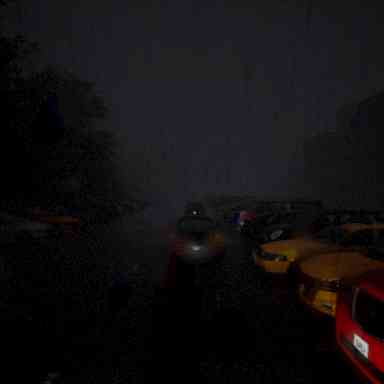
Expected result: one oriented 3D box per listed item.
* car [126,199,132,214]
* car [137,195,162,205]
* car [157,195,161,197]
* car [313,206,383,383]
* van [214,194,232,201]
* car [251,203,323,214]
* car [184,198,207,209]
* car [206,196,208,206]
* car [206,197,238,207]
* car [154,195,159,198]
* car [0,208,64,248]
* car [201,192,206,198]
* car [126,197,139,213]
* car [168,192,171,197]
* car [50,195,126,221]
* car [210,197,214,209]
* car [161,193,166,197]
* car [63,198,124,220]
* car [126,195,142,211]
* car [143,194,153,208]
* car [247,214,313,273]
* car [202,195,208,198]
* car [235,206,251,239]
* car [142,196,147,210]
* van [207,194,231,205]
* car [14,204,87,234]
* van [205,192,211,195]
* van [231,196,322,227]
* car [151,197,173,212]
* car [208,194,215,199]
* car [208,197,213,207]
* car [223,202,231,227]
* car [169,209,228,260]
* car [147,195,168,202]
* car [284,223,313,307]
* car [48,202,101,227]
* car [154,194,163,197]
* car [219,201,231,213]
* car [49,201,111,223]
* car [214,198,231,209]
[{"bbox_3d":[-8.388,1.632,31.336,4.674,1.452,2.002,0,0,0],"label":"car"},{"bbox_3d":[-8.184,1.523,64.755,4.553,1.767,2.185,0,0,0],"label":"car"},{"bbox_3d":[-8.263,1.639,56.402,5.008,1.535,2.097,0,0,0],"label":"car"},{"bbox_3d":[4.525,1.249,3.462,5.566,2.045,2.435,0,0,0],"label":"car"},{"bbox_3d":[4.826,1.373,34.014,4.442,1.987,1.878,0,0,0],"label":"van"},{"bbox_3d":[4.626,1.404,11.685,4.553,1.767,2.185,0,0,0],"label":"car"},{"bbox_3d":[0.256,1.620,32.624,1.837,1.490,4.892,0,0,0],"label":"car"},{"bbox_3d":[4.773,1.628,47.994,4.892,1.521,2.231,0,0,0],"label":"car"},{"bbox_3d":[4.814,1.636,53.560,4.892,1.521,2.231,0,0,0],"label":"car"},{"bbox_3d":[-8.242,1.665,53.615,4.792,1.488,2.163,0,0,0],"label":"car"},{"bbox_3d":[-8.473,1.581,14.626,4.674,1.452,2.002,0,0,0],"label":"car"},{"bbox_3d":[4.864,1.391,59.127,5.566,2.045,2.435,0,0,0],"label":"car"},{"bbox_3d":[-8.366,1.599,34.121,5.008,1.535,2.097,0,0,0],"label":"car"},{"bbox_3d":[-8.187,1.410,75.896,5.566,2.045,2.435,0,0,0],"label":"car"},{"bbox_3d":[-8.385,1.326,25.768,5.566,2.045,2.435,0,0,0],"label":"car"},{"bbox_3d":[4.752,1.635,36.860,4.792,1.488,2.163,0,0,0],"label":"car"},{"bbox_3d":[-8.258,1.394,61.847,5.566,2.045,2.435,0,0,0],"label":"car"},{"bbox_3d":[-8.368,1.459,28.552,4.553,1.767,2.185,0,0,0],"label":"car"},{"bbox_3d":[-8.325,1.480,36.905,4.553,1.767,2.185,0,0,0],"label":"car"},{"bbox_3d":[-8.301,1.366,42.478,5.566,2.045,2.435,0,0,0],"label":"car"},{"bbox_3d":[4.396,1.517,9.028,5.366,1.575,1.946,0,0,0],"label":"car"},{"bbox_3d":[4.608,1.628,50.778,5.366,1.575,1.946,0,0,0],"label":"car"},{"bbox_3d":[4.603,1.542,14.593,4.892,1.521,2.231,0,0,0],"label":"car"},{"bbox_3d":[-8.347,1.611,39.690,5.008,1.535,2.097,0,0,0],"label":"car"},{"bbox_3d":[4.966,1.419,61.786,4.442,1.987,1.878,0,0,0],"label":"van"},{"bbox_3d":[-8.461,1.550,17.412,5.008,1.535,2.097,0,0,0],"label":"car"},{"bbox_3d":[4.939,1.413,56.344,4.442,1.987,1.878,0,0,0],"label":"van"},{"bbox_3d":[4.507,1.324,17.378,4.442,1.987,1.878,0,0,0],"label":"van"},{"bbox_3d":[-3.394,1.696,40.129,1.994,1.385,4.181,0,0,0],"label":"car"},{"bbox_3d":[4.797,1.497,45.210,4.553,1.767,2.185,0,0,0],"label":"car"},{"bbox_3d":[4.749,1.657,42.427,4.674,1.452,2.002,0,0,0],"label":"car"},{"bbox_3d":[4.633,1.559,20.160,5.008,1.535,2.097,0,0,0],"label":"car"},{"bbox_3d":[0.144,1.579,12.545,1.812,1.442,4.674,0,0,1],"label":"car"},{"bbox_3d":[-8.113,1.539,78.681,4.553,1.767,2.185,0,0,0],"label":"car"},{"bbox_3d":[4.573,1.510,6.244,5.008,1.535,2.097,0,0,0],"label":"car"},{"bbox_3d":[-8.448,1.560,20.197,4.892,1.521,2.231,0,0,0],"label":"car"},{"bbox_3d":[-8.430,1.639,59.062,5.366,1.575,1.946,0,0,0],"label":"car"},{"bbox_3d":[4.657,1.568,22.943,5.008,1.535,2.097,0,0,0],"label":"car"},{"bbox_3d":[-8.456,1.598,22.980,4.792,1.488,2.163,0,0,0],"label":"car"},{"bbox_3d":[4.866,1.581,28.509,5.366,1.575,1.946,0,0,0],"label":"car"}]
